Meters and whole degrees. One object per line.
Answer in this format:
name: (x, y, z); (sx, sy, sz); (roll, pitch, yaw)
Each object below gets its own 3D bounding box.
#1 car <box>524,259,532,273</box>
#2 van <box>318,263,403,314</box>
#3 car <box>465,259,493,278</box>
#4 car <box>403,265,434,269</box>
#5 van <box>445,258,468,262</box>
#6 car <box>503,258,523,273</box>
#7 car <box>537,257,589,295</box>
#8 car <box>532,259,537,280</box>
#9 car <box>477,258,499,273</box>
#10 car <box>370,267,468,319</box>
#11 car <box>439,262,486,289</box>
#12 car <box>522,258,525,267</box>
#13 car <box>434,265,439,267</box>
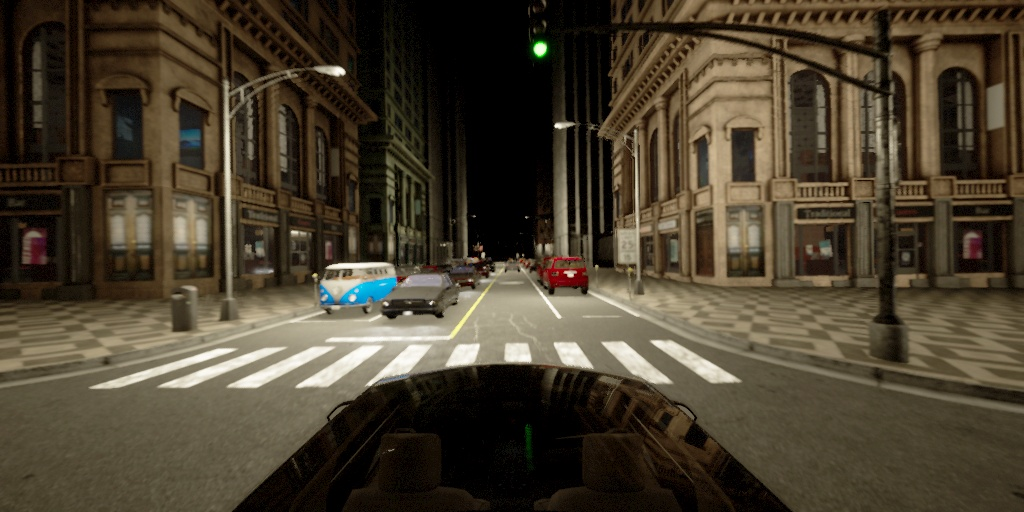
car: (2.801, 1.242, 41.017); (2.007, 1.370, 4.403); (0, 0, 0)
van: (-5.754, 1.161, 13.815); (1.690, 1.789, 3.998); (0, 0, 0)
car: (-3.056, 1.313, 33.734); (1.812, 1.442, 4.674); (-1, 0, 0)
car: (-5.748, 1.263, 19.255); (1.967, 1.591, 4.097); (0, 0, 0)
van: (-5.729, 1.176, 35.579); (1.690, 1.789, 3.998); (0, 0, 0)
car: (0.030, 1.268, 44.413); (1.812, 1.442, 4.674); (-1, 0, 0)
car: (2.777, 0.989, 19.254); (2.192, 1.841, 5.009); (0, 0, 0)
car: (2.783, 0.992, 24.695); (2.192, 1.841, 5.009); (0, 0, 0)
car: (-3.018, 1.300, 44.140); (1.837, 1.490, 4.892); (-1, 0, 1)
car: (-3.104, 1.322, 13.309); (2.033, 1.411, 5.357); (-1, 0, 0)
car: (-3.087, 1.327, 23.457); (2.033, 1.411, 5.357); (-1, 0, 0)
car: (2.813, 1.141, 51.899); (1.967, 1.591, 4.097); (0, 0, 0)
car: (-5.741, 1.371, 24.696); (1.888, 1.381, 4.507); (0, 0, 0)
